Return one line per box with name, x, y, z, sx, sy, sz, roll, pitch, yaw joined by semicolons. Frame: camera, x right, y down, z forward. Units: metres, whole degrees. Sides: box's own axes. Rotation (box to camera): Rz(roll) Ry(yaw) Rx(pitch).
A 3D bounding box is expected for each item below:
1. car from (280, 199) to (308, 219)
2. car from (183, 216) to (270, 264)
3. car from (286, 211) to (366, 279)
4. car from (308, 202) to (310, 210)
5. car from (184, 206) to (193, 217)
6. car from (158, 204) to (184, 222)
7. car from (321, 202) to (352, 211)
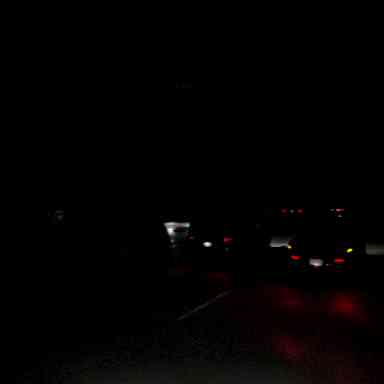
car;8.884;1.637;29.795;2.033;1.411;5.357;-1;-1;15
car;1.487;1.651;12.468;1.994;1.385;4.181;-2;-1;29
car;4.164;1.531;10.106;1.812;1.442;4.674;-2;0;30
car;13.551;1.591;43.095;1.882;1.535;5.008;-1;-1;-2
car;1.263;1.756;28.824;1.837;1.490;4.892;-1;-1;20
car;-1.858;1.840;30.430;1.837;1.490;4.892;-1;-1;19
car;11.160;1.490;25.656;2.128;1.511;4.902;-1;-1;19
